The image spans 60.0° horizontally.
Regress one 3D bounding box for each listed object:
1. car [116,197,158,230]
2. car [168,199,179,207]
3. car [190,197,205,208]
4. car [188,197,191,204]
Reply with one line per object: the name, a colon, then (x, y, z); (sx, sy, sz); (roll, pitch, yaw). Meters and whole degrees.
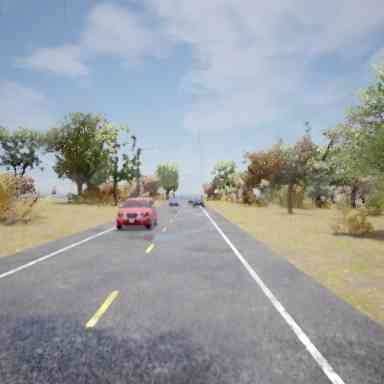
car: (-3.611, 1.405, 22.670); (2.150, 2.045, 5.566); (0, 0, 0)
car: (-3.542, 2.078, 64.339); (1.882, 1.535, 5.008); (0, 0, 0)
car: (1.197, 1.914, 60.617); (2.097, 1.767, 4.553); (0, -1, 0)
car: (-0.035, 2.219, 79.447); (1.895, 1.301, 4.718); (0, -1, 0)
